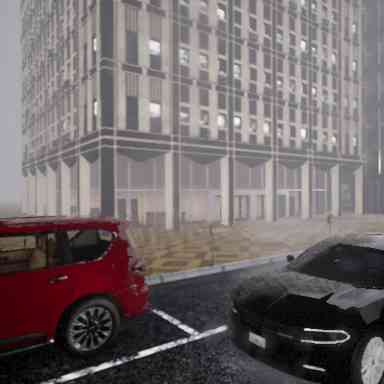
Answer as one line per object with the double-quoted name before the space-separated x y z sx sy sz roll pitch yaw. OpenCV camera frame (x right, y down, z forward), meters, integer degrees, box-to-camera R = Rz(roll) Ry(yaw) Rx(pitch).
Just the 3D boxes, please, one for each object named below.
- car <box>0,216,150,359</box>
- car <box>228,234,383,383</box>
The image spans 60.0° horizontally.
"car" -2.984 1.315 4.436 5.009 1.841 2.192 0 0 -36
"car" 2.801 1.469 5.378 5.008 1.535 1.882 0 0 -36
